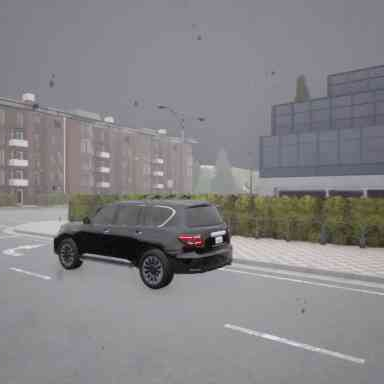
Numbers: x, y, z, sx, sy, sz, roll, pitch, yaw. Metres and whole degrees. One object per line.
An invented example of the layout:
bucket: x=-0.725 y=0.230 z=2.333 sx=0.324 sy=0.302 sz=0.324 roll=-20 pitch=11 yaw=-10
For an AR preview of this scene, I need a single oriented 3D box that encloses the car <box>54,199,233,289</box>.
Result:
car: x=-1.552 y=1.221 z=9.387 sx=5.566 sy=2.045 sz=2.150 roll=0 pitch=0 yaw=35
